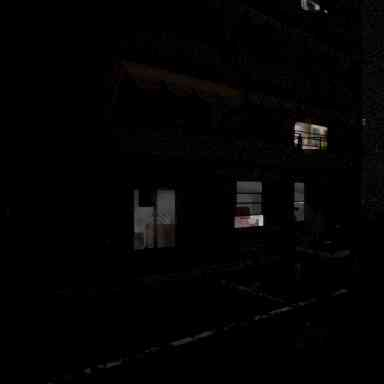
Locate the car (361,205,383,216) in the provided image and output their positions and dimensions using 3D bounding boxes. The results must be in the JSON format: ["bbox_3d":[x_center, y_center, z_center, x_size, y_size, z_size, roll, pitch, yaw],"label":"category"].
[{"bbox_3d":[16.822,1.888,32.091,1.895,1.301,4.718,0,-1,-36],"label":"car"}]

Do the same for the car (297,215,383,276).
[{"bbox_3d":[5.042,1.582,10.230,4.206,1.307,1.802,0,0,-36],"label":"car"}]
